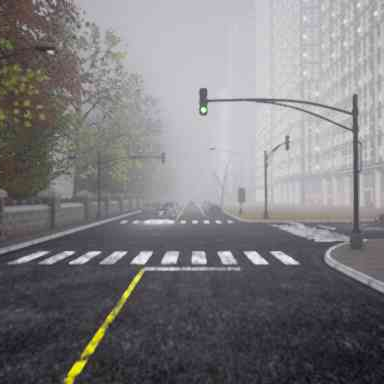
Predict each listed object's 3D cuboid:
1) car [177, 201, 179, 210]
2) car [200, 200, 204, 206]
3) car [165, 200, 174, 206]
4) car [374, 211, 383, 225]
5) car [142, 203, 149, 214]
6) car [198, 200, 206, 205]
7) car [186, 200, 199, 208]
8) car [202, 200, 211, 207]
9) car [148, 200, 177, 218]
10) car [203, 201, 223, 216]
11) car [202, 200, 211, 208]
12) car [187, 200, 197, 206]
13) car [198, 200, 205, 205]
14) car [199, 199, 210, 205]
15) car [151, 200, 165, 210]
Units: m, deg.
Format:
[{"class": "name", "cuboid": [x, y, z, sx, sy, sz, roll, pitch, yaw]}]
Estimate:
[{"class": "car", "cuboid": [-3.098, 2.124, 45.805, 1.837, 1.490, 4.892, 0, -1, 0]}, {"class": "car", "cuboid": [2.690, 2.251, 50.555, 1.947, 1.339, 4.313, 0, -1, 0]}, {"class": "car", "cuboid": [-5.692, 2.715, 84.345, 1.887, 1.381, 4.507, 0, -1, 0]}, {"class": "car", "cuboid": [14.954, 1.531, 22.509, 4.892, 1.490, 1.837, -1, -1, 0]}, {"class": "car", "cuboid": [-5.691, 2.188, 44.922, 1.802, 1.307, 4.206, 0, -1, 0]}, {"class": "car", "cuboid": [2.688, 2.804, 89.976, 2.008, 1.369, 4.403, 0, -1, 0]}, {"class": "car", "cuboid": [-0.003, 2.443, 66.991, 1.812, 1.442, 4.674, 0, -1, 0]}, {"class": "car", "cuboid": [3.147, 2.553, 74.599, 1.812, 1.442, 4.674, 0, -1, 0]}, {"class": "car", "cuboid": [-3.102, 1.975, 35.988, 2.128, 1.511, 4.902, 0, -1, 0]}, {"class": "car", "cuboid": [2.690, 2.095, 39.290, 1.947, 1.339, 4.313, 0, -1, 0]}, {"class": "car", "cuboid": [2.690, 2.172, 44.922, 1.947, 1.339, 4.313, 0, -1, 0]}, {"class": "car", "cuboid": [-0.003, 2.471, 76.575, 2.033, 1.411, 5.357, 0, -1, 0]}, {"class": "car", "cuboid": [2.688, 2.918, 95.608, 1.802, 1.307, 4.206, 0, -1, 0]}, {"class": "car", "cuboid": [3.111, 2.279, 67.572, 2.097, 1.767, 4.553, 0, -1, 0]}, {"class": "car", "cuboid": [-5.690, 2.204, 56.188, 1.967, 1.590, 4.097, 0, -1, 0]}]
